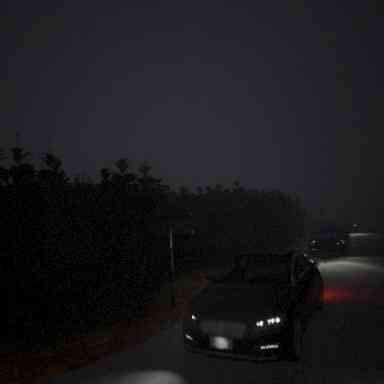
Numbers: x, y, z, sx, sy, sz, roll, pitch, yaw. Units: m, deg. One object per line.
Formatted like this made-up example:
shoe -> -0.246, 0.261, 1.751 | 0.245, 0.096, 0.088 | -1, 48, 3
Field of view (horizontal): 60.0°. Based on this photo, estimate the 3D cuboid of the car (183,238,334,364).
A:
car -> 1.553, 2.017, 6.969 | 2.128, 1.511, 4.902 | -6, -5, 28

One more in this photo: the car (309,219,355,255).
car -> 7.857, 2.569, 18.813 | 1.882, 1.535, 5.008 | -6, -5, 28

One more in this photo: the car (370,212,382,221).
car -> 37.239, 4.864, 67.275 | 1.837, 1.490, 4.892 | -6, -5, 28

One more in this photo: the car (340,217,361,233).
car -> 15.209, 3.170, 32.479 | 1.812, 1.442, 4.674 | -6, -5, 28
